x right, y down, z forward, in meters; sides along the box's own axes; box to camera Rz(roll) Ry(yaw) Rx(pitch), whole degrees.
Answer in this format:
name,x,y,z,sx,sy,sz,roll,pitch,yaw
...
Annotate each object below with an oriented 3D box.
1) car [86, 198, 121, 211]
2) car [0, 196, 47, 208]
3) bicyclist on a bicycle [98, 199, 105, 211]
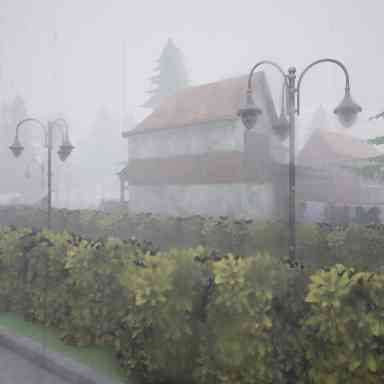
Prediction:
name,x,y,z,sx,sy,sz,roll,pitch,yaw
car,-10.114,1.514,39.059,2.097,1.767,4.553,0,0,37
car,-16.078,1.384,30.863,2.150,2.045,5.566,0,0,36
bicyclist on a bicycle,-7.842,1.463,29.529,1.656,1.620,0.582,0,0,36
